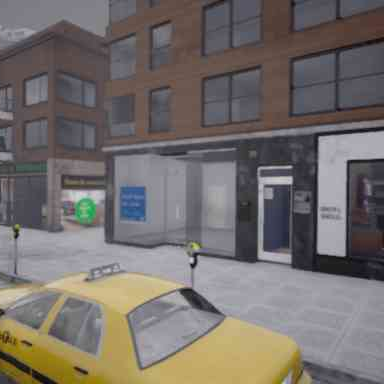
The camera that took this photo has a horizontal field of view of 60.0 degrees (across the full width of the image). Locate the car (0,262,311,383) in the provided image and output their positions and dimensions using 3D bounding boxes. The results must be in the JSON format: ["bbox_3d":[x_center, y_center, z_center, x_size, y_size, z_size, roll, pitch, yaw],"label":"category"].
[{"bbox_3d":[-1.197,1.523,3.923,4.829,1.417,1.752,0,1,35],"label":"car"}]
